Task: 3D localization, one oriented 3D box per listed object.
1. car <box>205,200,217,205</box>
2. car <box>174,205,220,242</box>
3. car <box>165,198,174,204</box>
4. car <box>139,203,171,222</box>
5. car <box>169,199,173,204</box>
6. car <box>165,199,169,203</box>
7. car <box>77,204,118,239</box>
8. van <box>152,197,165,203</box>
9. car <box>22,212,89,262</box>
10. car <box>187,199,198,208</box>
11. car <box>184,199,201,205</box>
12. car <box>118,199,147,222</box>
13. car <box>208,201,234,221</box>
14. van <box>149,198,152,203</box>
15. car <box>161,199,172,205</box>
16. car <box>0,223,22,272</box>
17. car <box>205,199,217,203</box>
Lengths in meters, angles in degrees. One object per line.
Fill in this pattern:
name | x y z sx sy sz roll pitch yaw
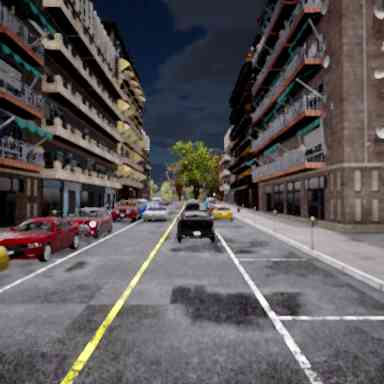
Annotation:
car | 2.708 1.878 35.256 1.887 1.381 4.507 1 -1 0
car | 0.154 1.670 17.588 1.837 1.490 4.892 0 -1 -2
car | -5.766 2.385 86.244 2.008 1.369 4.403 1 -1 0
car | -3.097 1.877 29.228 1.895 1.301 4.718 0 -1 0
car | -5.675 2.229 69.264 1.947 1.339 4.313 1 -1 0
car | -5.671 1.867 57.943 2.192 1.841 5.009 1 -1 0
car | -5.675 1.613 18.313 1.967 1.590 4.097 1 -1 0
van | -5.672 1.838 52.282 1.690 1.788 3.998 1 -1 0
car | -5.677 1.664 12.650 1.887 1.381 4.507 1 -1 0
car | 0.104 2.051 60.172 1.882 1.535 5.008 0 -1 0
car | 0.103 1.905 42.500 1.837 1.490 4.892 0 -1 0
car | -5.673 1.595 29.637 2.192 1.841 5.009 1 -1 0
car | 2.705 1.806 29.766 1.752 1.417 4.829 1 -1 0
van | -5.673 1.675 35.297 1.690 1.788 3.998 1 -1 0
car | -5.674 2.271 74.926 2.008 1.369 4.403 1 -1 0
car | -5.678 1.590 6.820 1.752 1.417 4.829 1 -1 0
car | 2.712 1.953 40.918 1.947 1.339 4.313 1 -1 0
